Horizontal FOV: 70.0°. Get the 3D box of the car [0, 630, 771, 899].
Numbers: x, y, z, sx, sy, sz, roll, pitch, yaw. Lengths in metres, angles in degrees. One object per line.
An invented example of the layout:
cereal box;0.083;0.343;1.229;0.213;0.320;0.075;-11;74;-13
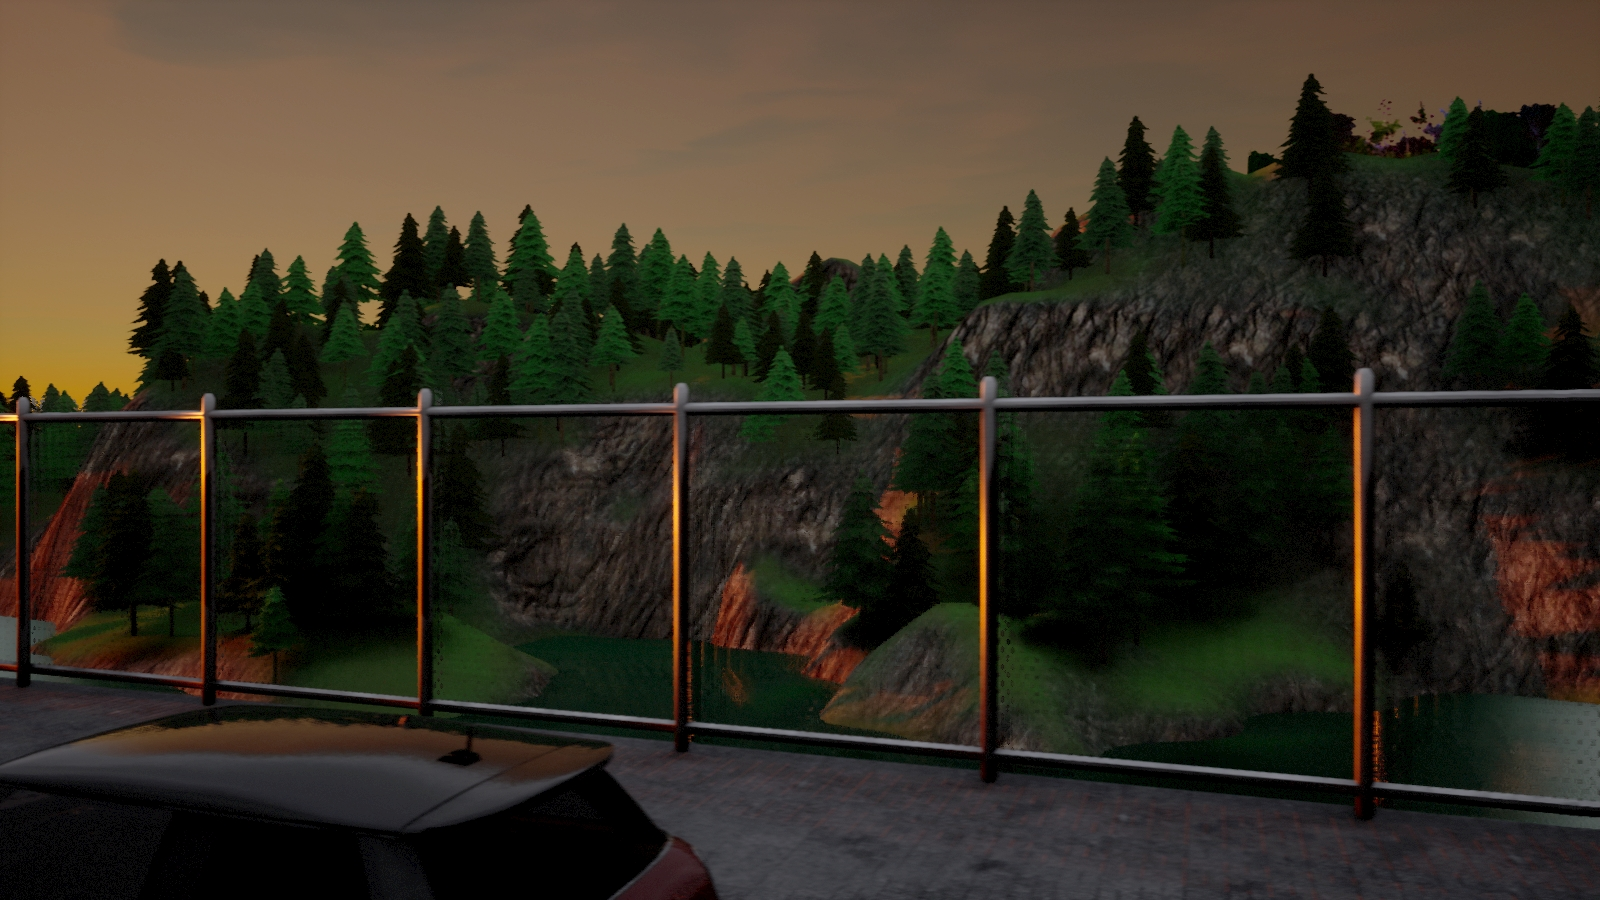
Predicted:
car;-2.622;1.906;4.732;4.553;1.767;2.097;0;0;20
